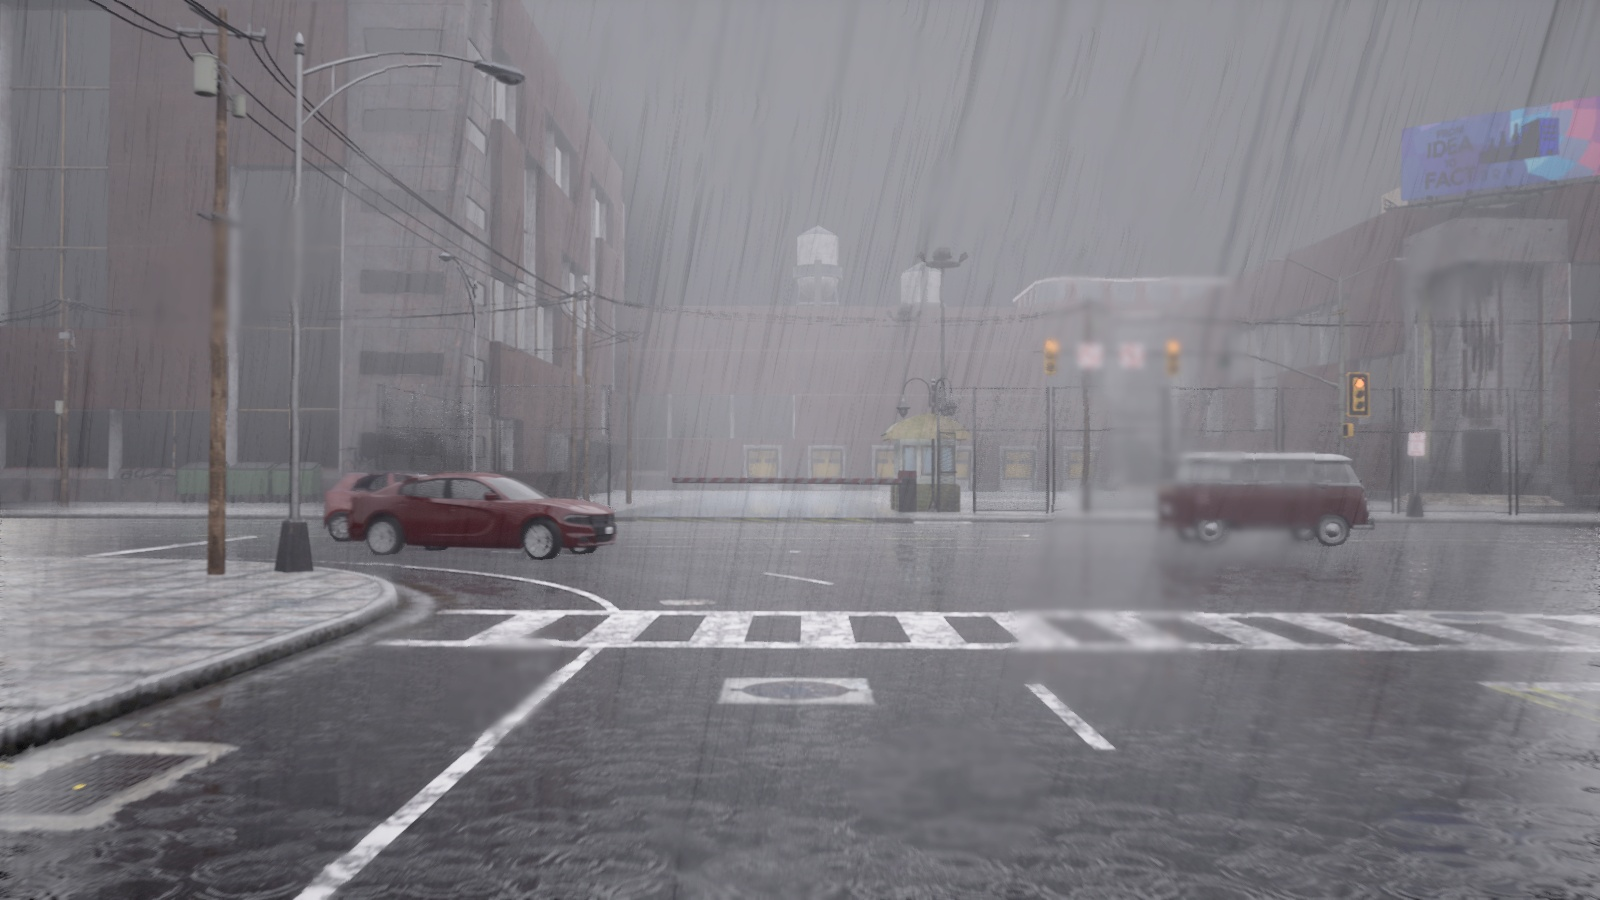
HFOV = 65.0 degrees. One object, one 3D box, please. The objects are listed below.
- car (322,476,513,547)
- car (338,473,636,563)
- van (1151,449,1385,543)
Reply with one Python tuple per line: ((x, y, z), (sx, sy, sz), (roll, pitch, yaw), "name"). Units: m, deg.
((-8.330, 1.324, 27.600), (3.633, 1.501, 1.845), (0, -1, 0), "car")
((-5.705, 1.200, 22.987), (5.008, 1.535, 1.882), (0, -1, 15), "car")
((10.148, 0.987, 27.488), (4.442, 1.987, 1.775), (0, -1, 0), "van")
